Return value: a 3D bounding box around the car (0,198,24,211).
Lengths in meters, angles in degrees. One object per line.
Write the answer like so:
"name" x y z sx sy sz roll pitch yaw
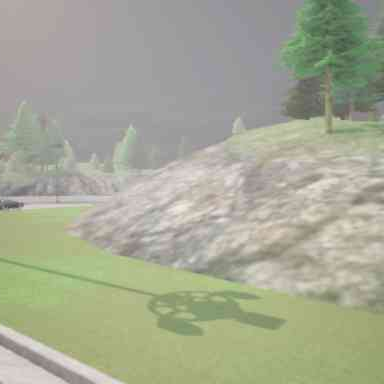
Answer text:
"car" -22.540 1.474 40.343 2.128 1.511 4.902 0 0 8
